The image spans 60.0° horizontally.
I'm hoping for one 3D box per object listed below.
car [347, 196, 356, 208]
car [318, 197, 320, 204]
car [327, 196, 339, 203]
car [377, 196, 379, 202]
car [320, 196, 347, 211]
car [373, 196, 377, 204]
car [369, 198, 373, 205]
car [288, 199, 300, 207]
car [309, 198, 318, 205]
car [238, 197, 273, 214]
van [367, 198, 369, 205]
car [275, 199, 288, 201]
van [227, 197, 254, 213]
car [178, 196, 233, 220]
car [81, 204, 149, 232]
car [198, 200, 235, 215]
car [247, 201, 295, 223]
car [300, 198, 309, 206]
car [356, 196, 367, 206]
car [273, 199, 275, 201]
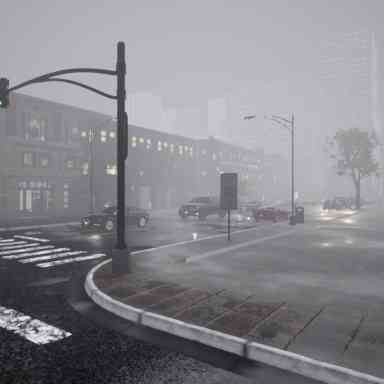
[{"bbox_3d":[22.395,1.581,49.668,2.192,1.841,5.009,0,-1,35],"label":"car"},{"bbox_3d":[28.270,1.828,72.563,1.967,1.590,4.097,0,-1,35],"label":"car"},{"bbox_3d":[34.633,1.894,81.599,1.967,1.590,4.097,0,-1,35],"label":"car"},{"bbox_3d":[41.485,2.037,76.774,1.802,1.307,4.206,0,-1,35],"label":"car"},{"bbox_3d":[19.214,1.676,45.149,1.967,1.590,4.097,0,-1,35],"label":"car"},{"bbox_3d":[38.402,1.948,72.396,1.752,1.417,4.829,0,-1,35],"label":"car"},{"bbox_3d":[35.122,1.972,67.737,1.802,1.307,4.206,0,-1,35],"label":"car"},{"bbox_3d":[15.543,1.816,54.491,2.008,1.369,4.403,0,-1,35],"label":"car"},{"bbox_3d":[21.907,1.876,63.527,2.008,1.369,4.403,0,-1,35],"label":"car"},{"bbox_3d":[7.036,1.660,37.881,2.128,1.511,4.902,0,0,35],"label":"car"},{"bbox_3d":[31.940,1.699,63.222,1.690,1.788,3.998,0,-1,35],"label":"van"},{"bbox_3d":[12.264,1.759,49.833,1.752,1.417,4.829,0,-1,35],"label":"car"},{"bbox_3d":[5.998,1.518,40.938,1.690,1.788,3.998,0,0,35],"label":"van"},{"bbox_3d":[1.124,1.341,29.507,2.150,2.045,5.566,0,0,35],"label":"car"},{"bbox_3d":[-4.763,1.578,21.188,1.837,1.490,4.892,0,0,34],"label":"car"},{"bbox_3d":[2.719,1.674,36.279,1.752,1.417,4.829,0,0,35],"label":"car"},{"bbox_3d":[6.531,1.670,27.047,1.887,1.381,4.507,0,0,35],"label":"car"},{"bbox_3d":[18.725,1.846,59.009,2.008,1.369,4.403,0,-1,35],"label":"car"},{"bbox_3d":[28.759,1.642,58.704,2.192,1.841,5.009,0,-1,35],"label":"car"},{"bbox_3d":[9.180,1.756,45.454,2.008,1.369,4.403,0,0,35],"label":"car"}]
